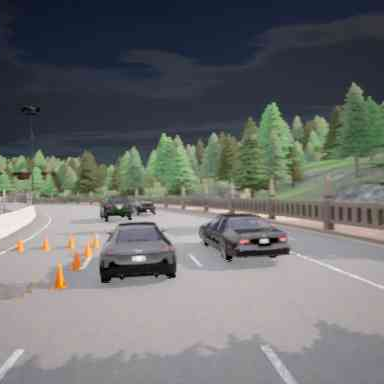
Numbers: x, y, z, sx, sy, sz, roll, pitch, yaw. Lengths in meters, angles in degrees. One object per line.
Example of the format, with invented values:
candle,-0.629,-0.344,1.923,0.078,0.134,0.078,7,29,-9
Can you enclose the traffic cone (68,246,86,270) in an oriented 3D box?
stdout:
traffic cone,-3.494,2.028,10.071,0.340,0.580,0.340,-2,0,-8

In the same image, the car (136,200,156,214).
car,-5.135,1.569,34.207,1.837,1.490,4.892,-1,0,-22

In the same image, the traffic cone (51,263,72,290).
traffic cone,-3.215,2.024,8.090,0.340,0.580,0.340,-2,0,-8

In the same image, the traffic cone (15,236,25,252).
traffic cone,-7.022,2.115,13.613,0.340,0.580,0.340,-2,0,-8

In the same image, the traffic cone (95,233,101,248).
traffic cone,-4.052,2.034,14.032,0.340,0.580,0.340,-2,0,-8

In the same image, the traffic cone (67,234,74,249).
traffic cone,-5.042,2.061,13.892,0.340,0.580,0.340,-2,0,-8

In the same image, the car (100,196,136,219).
car,-6.590,1.337,28.517,2.150,2.045,5.566,-1,0,-20

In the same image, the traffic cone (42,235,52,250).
traffic cone,-6.032,2.088,13.753,0.340,0.580,0.340,-2,0,-8

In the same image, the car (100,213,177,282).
car,-1.629,1.586,10.018,1.994,1.385,4.181,-2,0,-10

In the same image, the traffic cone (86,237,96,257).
traffic cone,-3.773,2.031,12.051,0.340,0.580,0.340,-2,0,-8

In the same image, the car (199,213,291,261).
car,1.624,1.477,12.097,2.033,1.411,5.357,-2,0,-11
